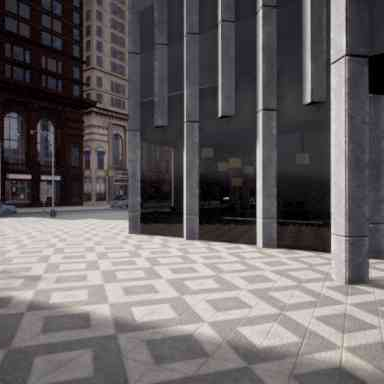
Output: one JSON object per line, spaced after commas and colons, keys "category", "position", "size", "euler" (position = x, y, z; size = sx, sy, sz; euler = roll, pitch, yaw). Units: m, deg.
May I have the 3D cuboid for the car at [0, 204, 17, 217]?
{"category": "car", "position": [-18.594, 1.588, 29.667], "size": [2.033, 1.411, 5.357], "euler": [0, 0, 36]}

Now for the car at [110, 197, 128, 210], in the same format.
{"category": "car", "position": [-8.577, 1.443, 43.674], "size": [2.097, 1.767, 4.553], "euler": [0, 0, 36]}
